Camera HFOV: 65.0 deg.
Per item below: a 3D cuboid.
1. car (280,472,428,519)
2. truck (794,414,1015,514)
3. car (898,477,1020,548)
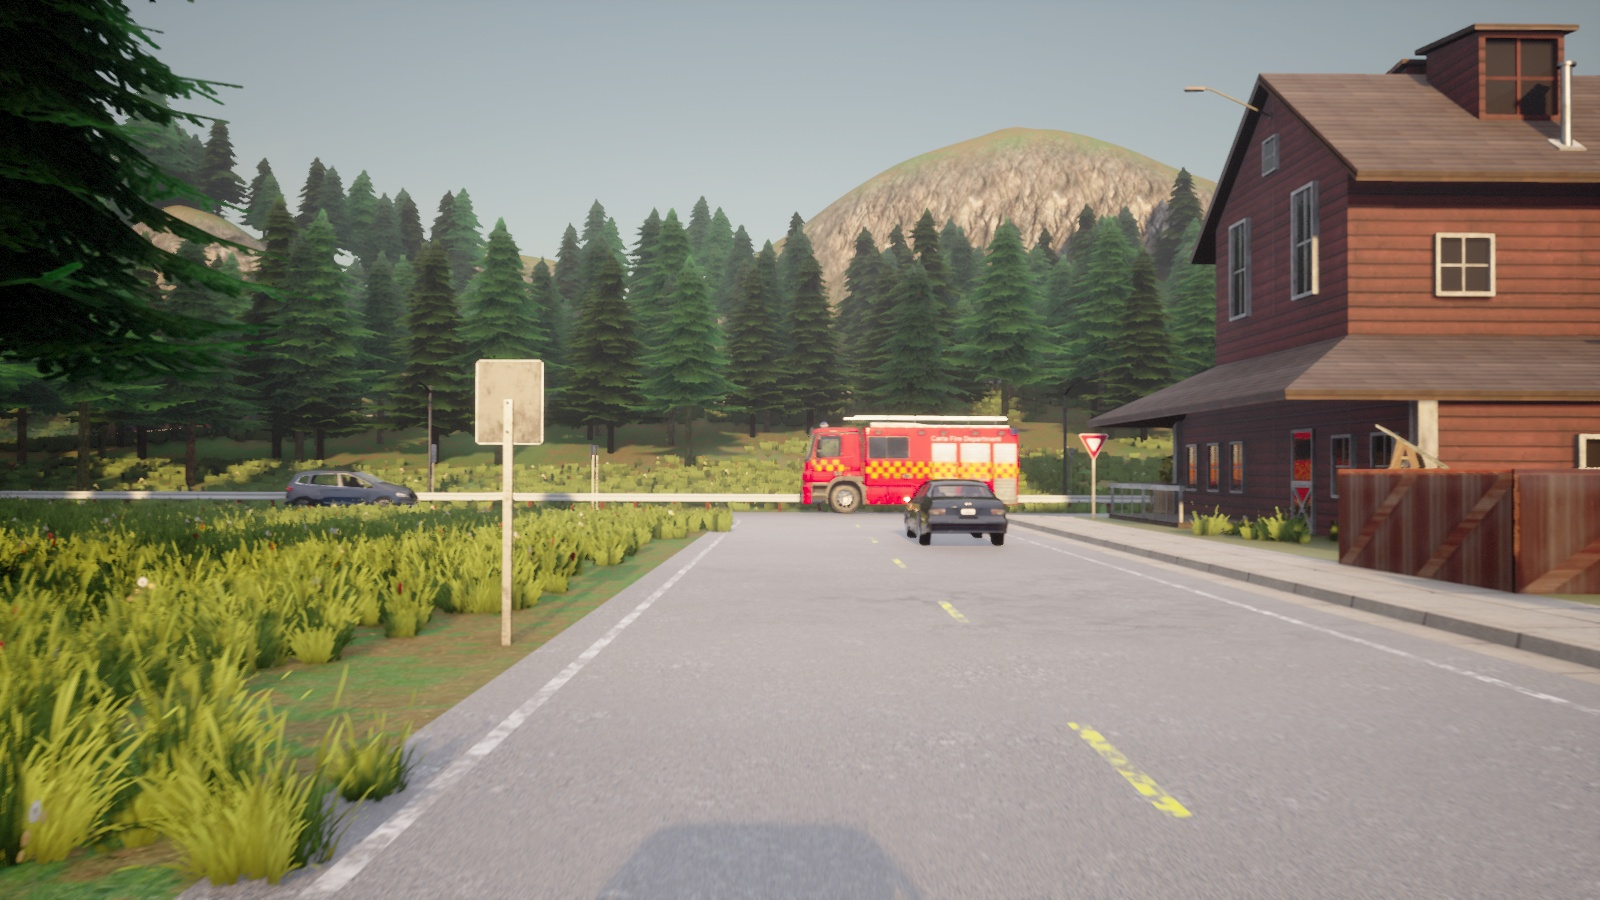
[{"bbox_3d":[-16.288,1.634,46.025,4.611,1.667,2.242,0,-1,0],"label":"car"},{"bbox_3d":[4.013,0.579,49.625,8.468,3.827,2.891,0,-2,0],"label":"truck"},{"bbox_3d":[3.432,1.320,28.182,2.033,1.411,5.357,0,-1,0],"label":"car"}]
